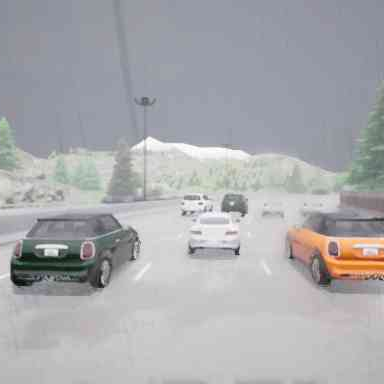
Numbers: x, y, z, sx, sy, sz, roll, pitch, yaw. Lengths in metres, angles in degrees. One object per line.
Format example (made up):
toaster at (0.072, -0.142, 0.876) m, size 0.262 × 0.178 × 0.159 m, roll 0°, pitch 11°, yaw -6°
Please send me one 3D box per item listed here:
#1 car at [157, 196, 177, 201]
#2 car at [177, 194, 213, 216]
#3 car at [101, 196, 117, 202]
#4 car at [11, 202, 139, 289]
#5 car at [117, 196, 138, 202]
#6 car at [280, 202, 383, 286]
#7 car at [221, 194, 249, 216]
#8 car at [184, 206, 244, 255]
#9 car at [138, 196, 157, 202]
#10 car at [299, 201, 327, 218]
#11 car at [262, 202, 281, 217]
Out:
car at (-3.259, 1.401, 55.013) m, size 2.128 × 1.511 × 4.902 m, roll 0°, pitch 0°, yaw 22°
car at (0.558, 1.175, 31.830) m, size 2.150 × 2.045 × 5.566 m, roll 0°, pitch 0°, yaw 13°
car at (-13.768, 1.444, 56.915) m, size 1.994 × 1.385 × 4.181 m, roll 0°, pitch 0°, yaw 21°
car at (-2.915, 1.331, 9.350) m, size 2.097 × 1.767 × 4.553 m, roll 0°, pitch 0°, yaw 4°
car at (-10.074, 1.381, 56.755) m, size 2.128 × 1.511 × 4.902 m, roll 0°, pitch 0°, yaw 21°
car at (4.115, 1.348, 9.512) m, size 2.097 × 1.767 × 4.553 m, roll 0°, pitch 0°, yaw 4°
car at (4.146, 1.184, 31.793) m, size 2.150 × 2.045 × 5.566 m, roll 0°, pitch 0°, yaw 14°
car at (0.940, 1.508, 13.257) m, size 1.812 × 1.442 × 4.674 m, roll 0°, pitch 0°, yaw 6°
car at (-6.575, 1.377, 56.166) m, size 1.882 × 1.535 × 5.008 m, roll 0°, pitch 0°, yaw 22°
car at (11.150, 1.582, 30.957) m, size 1.895 × 1.301 × 4.718 m, roll 0°, pitch 0°, yaw 14°
car at (7.560, 1.573, 31.020) m, size 1.895 × 1.301 × 4.718 m, roll 0°, pitch 0°, yaw 14°
